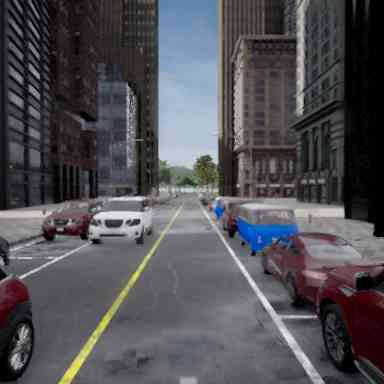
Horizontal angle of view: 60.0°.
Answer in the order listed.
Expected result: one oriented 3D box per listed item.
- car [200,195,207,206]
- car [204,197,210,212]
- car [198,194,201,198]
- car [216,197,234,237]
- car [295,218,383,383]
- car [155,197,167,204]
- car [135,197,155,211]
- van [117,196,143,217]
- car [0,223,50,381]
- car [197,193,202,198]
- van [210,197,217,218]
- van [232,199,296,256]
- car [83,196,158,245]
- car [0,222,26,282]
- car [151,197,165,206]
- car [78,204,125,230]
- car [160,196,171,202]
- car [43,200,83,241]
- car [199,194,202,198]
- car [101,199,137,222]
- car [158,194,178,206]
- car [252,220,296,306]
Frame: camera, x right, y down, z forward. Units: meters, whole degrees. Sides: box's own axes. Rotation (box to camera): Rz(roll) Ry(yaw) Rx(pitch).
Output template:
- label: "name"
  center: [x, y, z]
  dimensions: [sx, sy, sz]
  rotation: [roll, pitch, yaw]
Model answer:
- label: "car"
  center: [2.676, 1.575, 53.370]
  dimensions: [1.947, 1.339, 4.313]
  rotation: [-1, 0, 0]
- label: "car"
  center: [2.699, 1.592, 37.762]
  dimensions: [1.802, 1.307, 4.206]
  rotation: [-1, 0, 0]
- label: "car"
  center: [2.660, 1.554, 63.776]
  dimensions: [2.008, 1.369, 4.403]
  rotation: [-1, 0, 0]
- label: "car"
  center: [2.750, 1.321, 17.924]
  dimensions: [2.192, 1.841, 5.009]
  rotation: [-1, 0, 0]
- label: "car"
  center: [2.756, 1.314, 2.662]
  dimensions: [2.192, 1.841, 5.009]
  rotation: [-1, 0, 0]
- label: "car"
  center: [-5.864, 1.593, 63.239]
  dimensions: [1.802, 1.307, 4.206]
  rotation: [-1, 0, 0]
- label: "car"
  center: [-5.834, 1.458, 41.727]
  dimensions: [1.967, 1.590, 4.097]
  rotation: [-1, 0, 0]
- label: "van"
  center: [-5.821, 1.358, 31.776]
  dimensions: [1.690, 1.788, 3.998]
  rotation: [-1, 0, 0]
- label: "car"
  center: [-3.101, 1.355, 2.428]
  dimensions: [2.097, 1.767, 4.553]
  rotation: [0, 0, 0]
- label: "car"
  center: [2.645, 1.516, 74.352]
  dimensions: [1.752, 1.417, 4.829]
  rotation: [-1, 0, 0]
- label: "van"
  center: [2.747, 1.349, 28.099]
  dimensions: [1.690, 1.788, 3.998]
  rotation: [-1, 0, 0]
- label: "van"
  center: [2.752, 1.345, 12.837]
  dimensions: [1.690, 1.788, 3.998]
  rotation: [-1, 0, 0]
- label: "car"
  center: [-3.109, 1.234, 15.867]
  dimensions: [2.150, 2.045, 5.566]
  rotation: [0, 0, 0]
- label: "car"
  center: [-5.781, 1.560, 7.345]
  dimensions: [2.008, 1.369, 4.403]
  rotation: [-1, 0, 0]
- label: "car"
  center: [-5.857, 1.559, 57.861]
  dimensions: [1.887, 1.381, 4.507]
  rotation: [-1, 0, 0]
- label: "car"
  center: [-5.803, 1.559, 22.004]
  dimensions: [1.887, 1.381, 4.507]
  rotation: [-1, 0, 0]
- label: "car"
  center: [-5.880, 1.550, 73.994]
  dimensions: [2.008, 1.369, 4.403]
  rotation: [-1, 0, 0]
- label: "car"
  center: [-5.799, 1.328, 17.117]
  dimensions: [2.192, 1.841, 5.009]
  rotation: [-1, 0, 0]
- label: "car"
  center: [2.668, 1.572, 58.574]
  dimensions: [1.947, 1.339, 4.313]
  rotation: [-1, 0, 0]
- label: "car"
  center: [-5.812, 1.456, 26.889]
  dimensions: [1.967, 1.590, 4.097]
  rotation: [-1, 0, 0]
- label: "car"
  center: [-3.058, 1.225, 40.450]
  dimensions: [1.895, 1.301, 4.718]
  rotation: [0, 0, 0]
- label: "car"
  center: [2.758, 1.583, 7.749]
  dimensions: [1.802, 1.307, 4.206]
  rotation: [-1, 0, 0]
